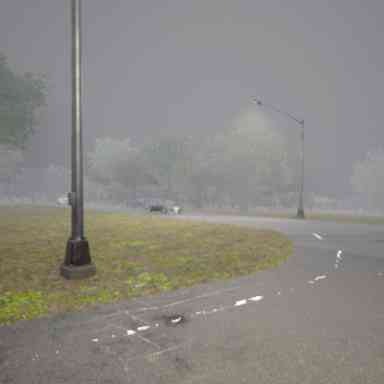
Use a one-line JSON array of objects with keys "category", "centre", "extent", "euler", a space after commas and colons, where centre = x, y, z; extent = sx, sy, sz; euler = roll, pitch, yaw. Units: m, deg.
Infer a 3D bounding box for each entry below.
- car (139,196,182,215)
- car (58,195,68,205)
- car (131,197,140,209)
[{"category": "car", "centre": [-2.814, 1.435, 32.209], "extent": [2.128, 1.511, 4.902], "euler": [4, -3, -35]}, {"category": "car", "centre": [-25.709, 1.670, 67.247], "extent": [2.150, 2.045, 5.566], "euler": [3, -3, -28]}, {"category": "car", "centre": [-7.251, 1.695, 50.791], "extent": [2.150, 2.045, 5.566], "euler": [4, -3, -35]}]
